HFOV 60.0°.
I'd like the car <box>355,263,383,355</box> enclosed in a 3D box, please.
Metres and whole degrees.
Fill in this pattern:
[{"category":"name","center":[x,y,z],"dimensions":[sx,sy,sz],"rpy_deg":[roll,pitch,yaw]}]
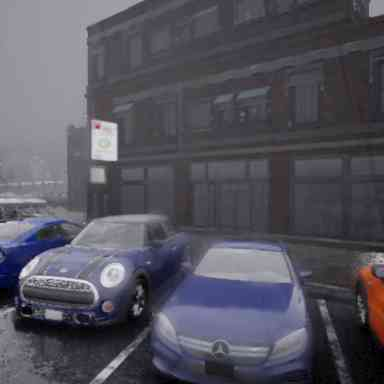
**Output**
[{"category":"car","center":[3.329,1.359,3.738],"dimensions":[2.185,1.767,4.553],"rpy_deg":[0,-1,16]}]

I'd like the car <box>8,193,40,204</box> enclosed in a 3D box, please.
[{"category":"car","center":[-28.941,1.073,57.205],"dimensions":[4.553,1.767,2.185],"rpy_deg":[-1,-1,14]}]

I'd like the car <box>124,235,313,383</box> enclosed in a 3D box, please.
[{"category":"car","center":[0.904,1.509,5.521],"dimensions":[2.002,1.452,4.674],"rpy_deg":[1,0,16]}]

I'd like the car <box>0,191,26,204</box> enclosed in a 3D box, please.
[{"category":"car","center":[-30.579,0.948,54.694],"dimensions":[5.566,2.045,2.435],"rpy_deg":[-1,-1,14]}]

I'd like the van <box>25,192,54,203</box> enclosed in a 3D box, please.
[{"category":"van","center":[-27.330,0.972,59.717],"dimensions":[4.442,1.987,1.878],"rpy_deg":[-1,0,14]}]

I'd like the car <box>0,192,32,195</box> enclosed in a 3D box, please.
[{"category":"car","center":[-21.660,1.032,37.636],"dimensions":[5.566,2.045,2.435],"rpy_deg":[1,0,14]}]

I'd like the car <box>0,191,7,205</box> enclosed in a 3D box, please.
[{"category":"car","center":[-32.330,0.949,52.183],"dimensions":[5.566,2.045,2.435],"rpy_deg":[-1,0,14]}]

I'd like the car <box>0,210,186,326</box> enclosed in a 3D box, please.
[{"category":"car","center":[-1.519,1.328,7.302],"dimensions":[2.185,1.767,4.553],"rpy_deg":[1,0,16]}]

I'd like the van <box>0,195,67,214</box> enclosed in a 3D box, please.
[{"category":"van","center":[-6.389,1.199,10.889],"dimensions":[1.878,1.987,4.442],"rpy_deg":[0,-1,16]}]

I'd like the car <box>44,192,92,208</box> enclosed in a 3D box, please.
[{"category":"car","center":[-16.735,1.027,44.981],"dimensions":[5.566,2.045,2.435],"rpy_deg":[1,1,14]}]

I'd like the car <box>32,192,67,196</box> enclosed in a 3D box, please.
[{"category":"car","center":[-18.397,1.028,42.533],"dimensions":[5.566,2.045,2.435],"rpy_deg":[1,1,14]}]
